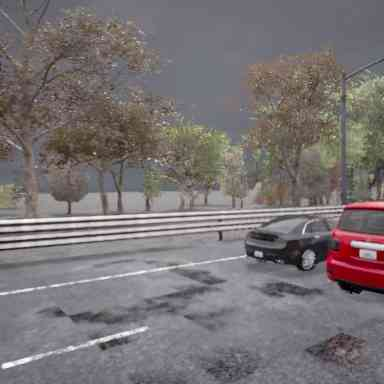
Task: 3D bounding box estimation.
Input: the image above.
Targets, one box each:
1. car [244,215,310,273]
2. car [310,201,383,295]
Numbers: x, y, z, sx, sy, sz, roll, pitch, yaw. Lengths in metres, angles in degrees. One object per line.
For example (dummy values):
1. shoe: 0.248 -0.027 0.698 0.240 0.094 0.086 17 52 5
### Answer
1. car: 3.852 1.508 10.789 4.892 1.490 1.837 0 0 -35
2. car: 5.367 1.224 7.568 5.566 2.045 2.150 0 0 -35
